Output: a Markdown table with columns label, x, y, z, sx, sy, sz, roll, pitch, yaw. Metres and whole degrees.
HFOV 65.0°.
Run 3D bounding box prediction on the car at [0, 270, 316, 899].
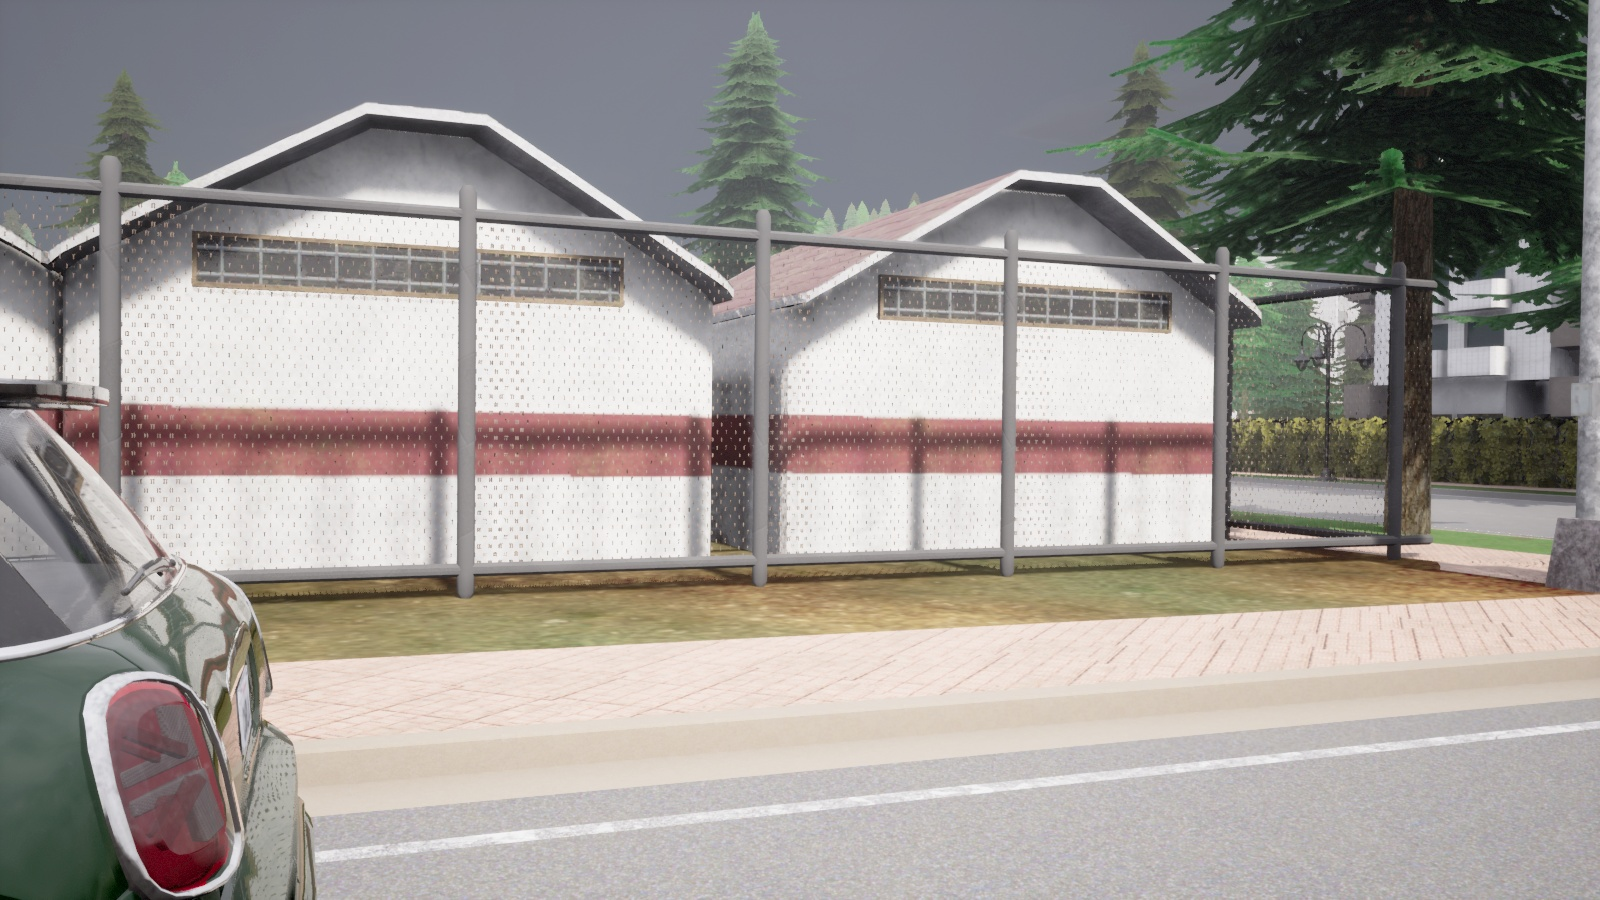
| label | x | y | z | sx | sy | sz | roll | pitch | yaw |
| --- | --- | --- | --- | --- | --- | --- | --- | --- | --- |
| car | -3.231 | 0.659 | 2.011 | 4.553 | 1.767 | 2.097 | -1 | 1 | -21 |
